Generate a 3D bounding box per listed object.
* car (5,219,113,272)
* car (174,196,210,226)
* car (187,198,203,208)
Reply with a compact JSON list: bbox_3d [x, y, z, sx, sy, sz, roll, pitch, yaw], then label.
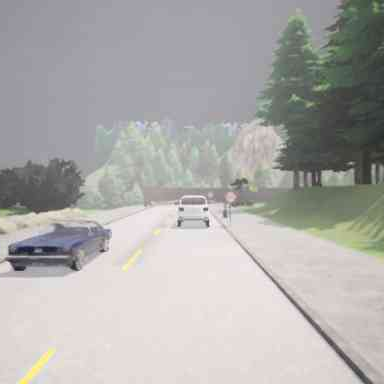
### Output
[{"bbox_3d":[-4.102,1.624,11.081,1.895,1.301,4.718,0,0,0],"label":"car"},{"bbox_3d":[0.099,1.271,23.764,2.150,2.045,5.566,0,0,0],"label":"car"},{"bbox_3d":[0.555,1.714,52.935,1.895,1.301,4.718,0,0,8],"label":"car"}]
